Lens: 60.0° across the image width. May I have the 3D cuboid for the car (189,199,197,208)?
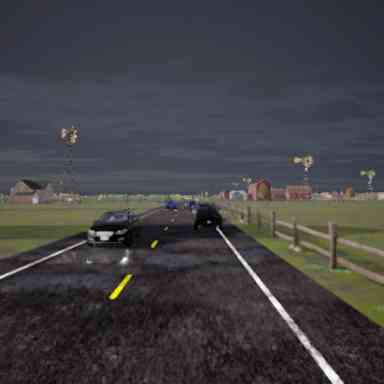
[{"bbox_3d":[1.046,1.726,33.034,2.097,1.767,4.553,0,-1,0],"label":"car"}]

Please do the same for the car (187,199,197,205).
[{"bbox_3d":[-0.009,2.293,77.672,2.128,1.511,4.902,0,-1,0],"label":"car"}]

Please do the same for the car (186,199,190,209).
[{"bbox_3d":[-0.006,2.196,56.530,1.812,1.442,4.674,0,-1,0],"label":"car"}]

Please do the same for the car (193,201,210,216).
[{"bbox_3d":[1.046,1.906,39.251,1.801,1.575,5.366,0,-1,0],"label":"car"}]

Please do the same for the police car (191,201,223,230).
[{"bbox_3d":[1.048,1.683,23.172,1.930,1.638,5.238,0,-1,0],"label":"police car"}]

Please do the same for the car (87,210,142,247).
[{"bbox_3d":[-3.598,1.669,16.133,2.128,1.511,4.902,0,-1,0],"label":"car"}]

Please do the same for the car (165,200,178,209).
[{"bbox_3d":[-3.544,2.163,57.714,1.882,1.535,5.008,0,-1,1],"label":"car"}]
